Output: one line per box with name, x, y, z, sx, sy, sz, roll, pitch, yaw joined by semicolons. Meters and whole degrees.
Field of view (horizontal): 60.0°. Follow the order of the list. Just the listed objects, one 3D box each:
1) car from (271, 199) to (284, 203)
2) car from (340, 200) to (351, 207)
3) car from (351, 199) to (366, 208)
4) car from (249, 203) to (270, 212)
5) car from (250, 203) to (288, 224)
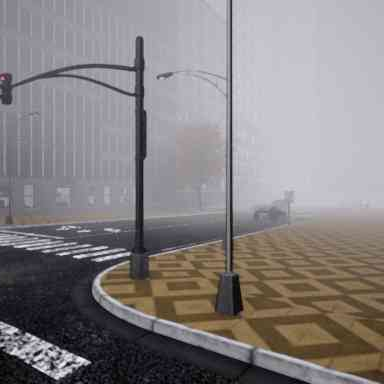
car;13.777;2.153;52.262;2.150;2.045;5.566;0;-1;33
car;39.559;3.200;86.117;2.033;1.411;5.357;0;-1;33
car;42.288;3.142;84.352;1.882;1.535;5.008;0;-1;33
car;11.061;2.491;54.048;1.994;1.385;4.181;0;-1;33
car;7.189;2.037;30.122;2.128;1.511;4.902;0;-1;33
